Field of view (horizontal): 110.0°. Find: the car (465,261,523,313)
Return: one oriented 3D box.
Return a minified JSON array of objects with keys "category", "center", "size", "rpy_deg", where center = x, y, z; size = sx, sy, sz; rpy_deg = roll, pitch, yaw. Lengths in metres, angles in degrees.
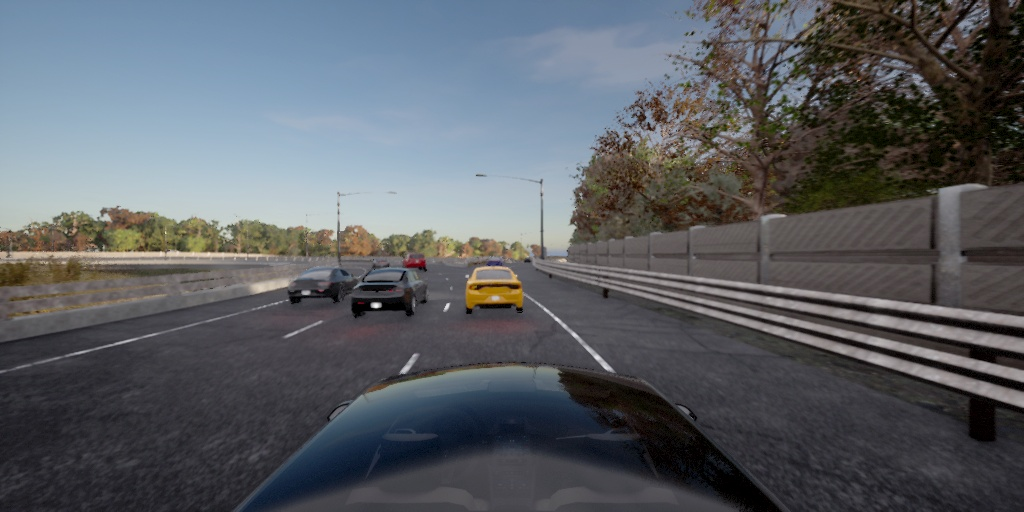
[{"category":"car","center":[-0.742,1.122,13.486],"size":[1.882,1.535,5.008],"rpy_deg":[0,1,-6]}]

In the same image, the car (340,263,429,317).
[{"category":"car","center":[-4.193,1.176,12.878],"size":[1.837,1.490,4.892],"rpy_deg":[0,1,-5]}]

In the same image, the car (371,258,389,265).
[{"category":"car","center":[-15.948,0.948,43.577],"size":[2.128,1.511,4.902],"rpy_deg":[-1,1,-23]}]

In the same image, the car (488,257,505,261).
[{"category":"car","center":[-1.956,0.844,44.194],"size":[1.882,1.535,5.008],"rpy_deg":[0,1,2]}]

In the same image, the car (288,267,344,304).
[{"category":"car","center":[-8.067,1.193,15.779],"size":[1.812,1.442,4.674],"rpy_deg":[0,1,-8]}]

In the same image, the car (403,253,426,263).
[{"category":"car","center":[-11.379,0.668,41.719],"size":[2.150,2.045,5.566],"rpy_deg":[0,1,-22]}]
